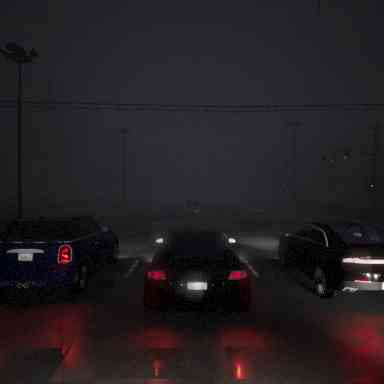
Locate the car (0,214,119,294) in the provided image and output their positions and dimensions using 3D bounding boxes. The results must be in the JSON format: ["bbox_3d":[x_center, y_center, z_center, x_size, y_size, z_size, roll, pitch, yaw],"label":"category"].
[{"bbox_3d":[-3.407,1.352,8.939,2.097,1.767,4.553,0,0,0],"label":"car"}]

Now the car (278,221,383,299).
[{"bbox_3d":[3.594,1.492,8.458,2.128,1.511,4.902,0,0,0],"label":"car"}]

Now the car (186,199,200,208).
[{"bbox_3d":[0.074,1.601,46.420,1.895,1.301,4.718,0,0,0],"label":"car"}]

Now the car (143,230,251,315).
[{"bbox_3d":[0.091,1.564,7.646,1.994,1.385,4.181,0,0,0],"label":"car"}]
